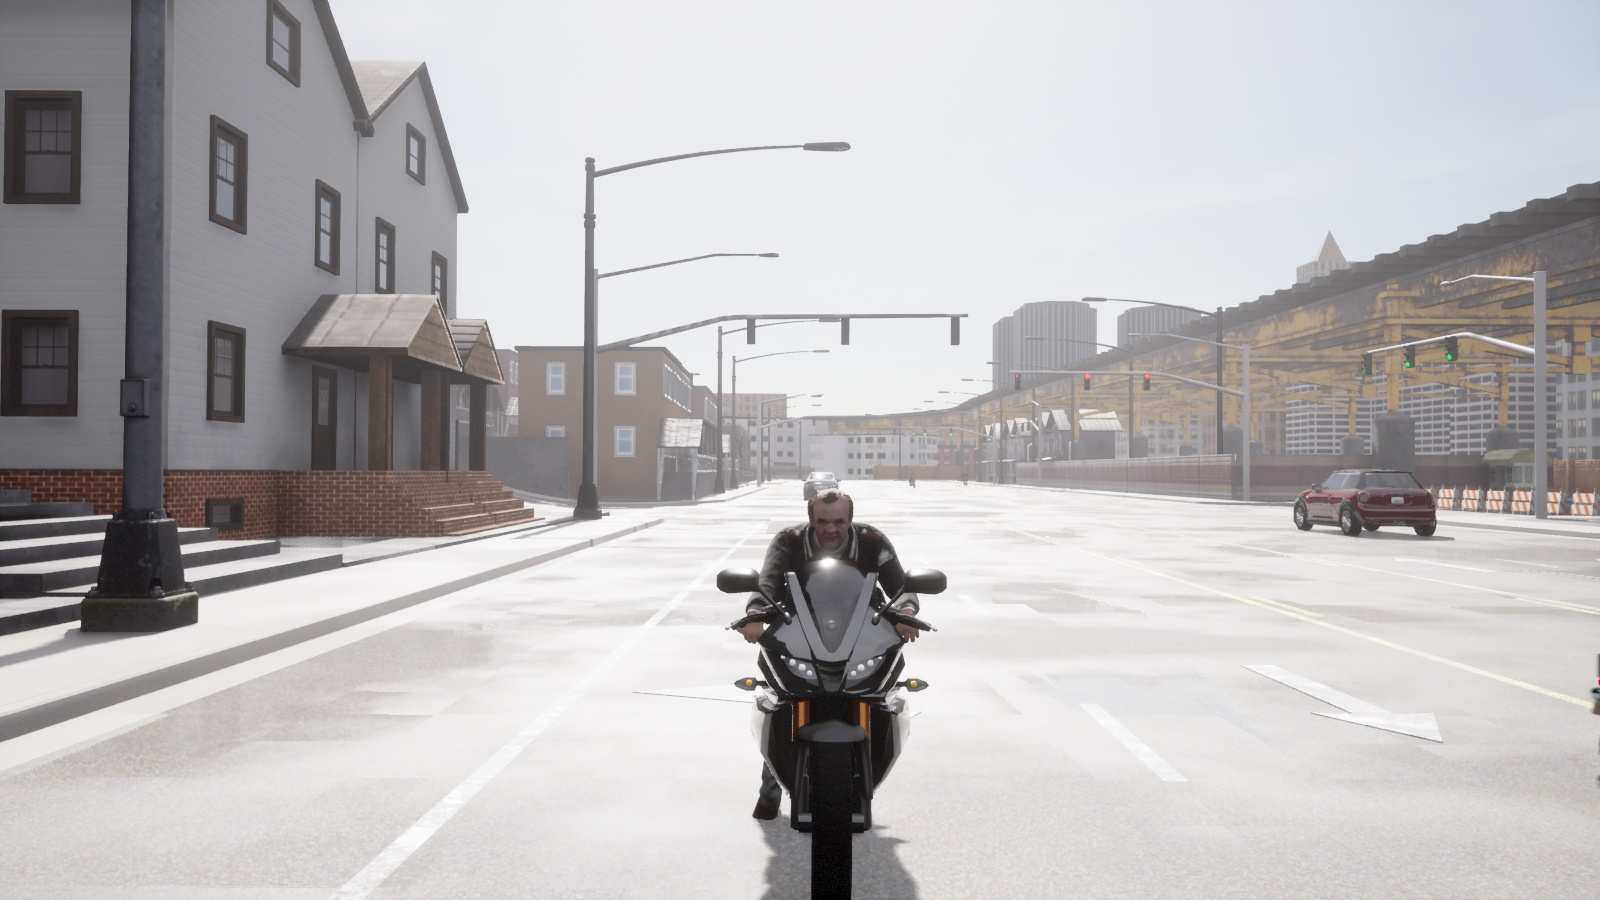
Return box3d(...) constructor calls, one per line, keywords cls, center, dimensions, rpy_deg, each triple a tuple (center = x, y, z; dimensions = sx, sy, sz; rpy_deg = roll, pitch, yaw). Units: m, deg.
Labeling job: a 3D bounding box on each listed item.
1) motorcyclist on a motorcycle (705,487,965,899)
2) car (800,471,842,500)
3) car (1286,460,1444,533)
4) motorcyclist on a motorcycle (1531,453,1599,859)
box3d(cls="motorcyclist on a motorcycle", center=(0.135, 0.938, 5.312), dimensions=(0.866, 1.530, 2.191), rpy_deg=(0, -1, 1))
box3d(cls="car", center=(1.191, 1.906, 68.064), dimensions=(2.128, 1.511, 4.902), rpy_deg=(0, -1, 2))
box3d(cls="car", center=(14.574, 1.164, 32.694), dimensions=(2.097, 1.767, 4.553), rpy_deg=(0, -1, 1))
box3d(cls="motorcyclist on a motorcycle", center=(3.620, 0.825, 4.398), dimensions=(0.766, 1.649, 2.350), rpy_deg=(0, -1, 1))
